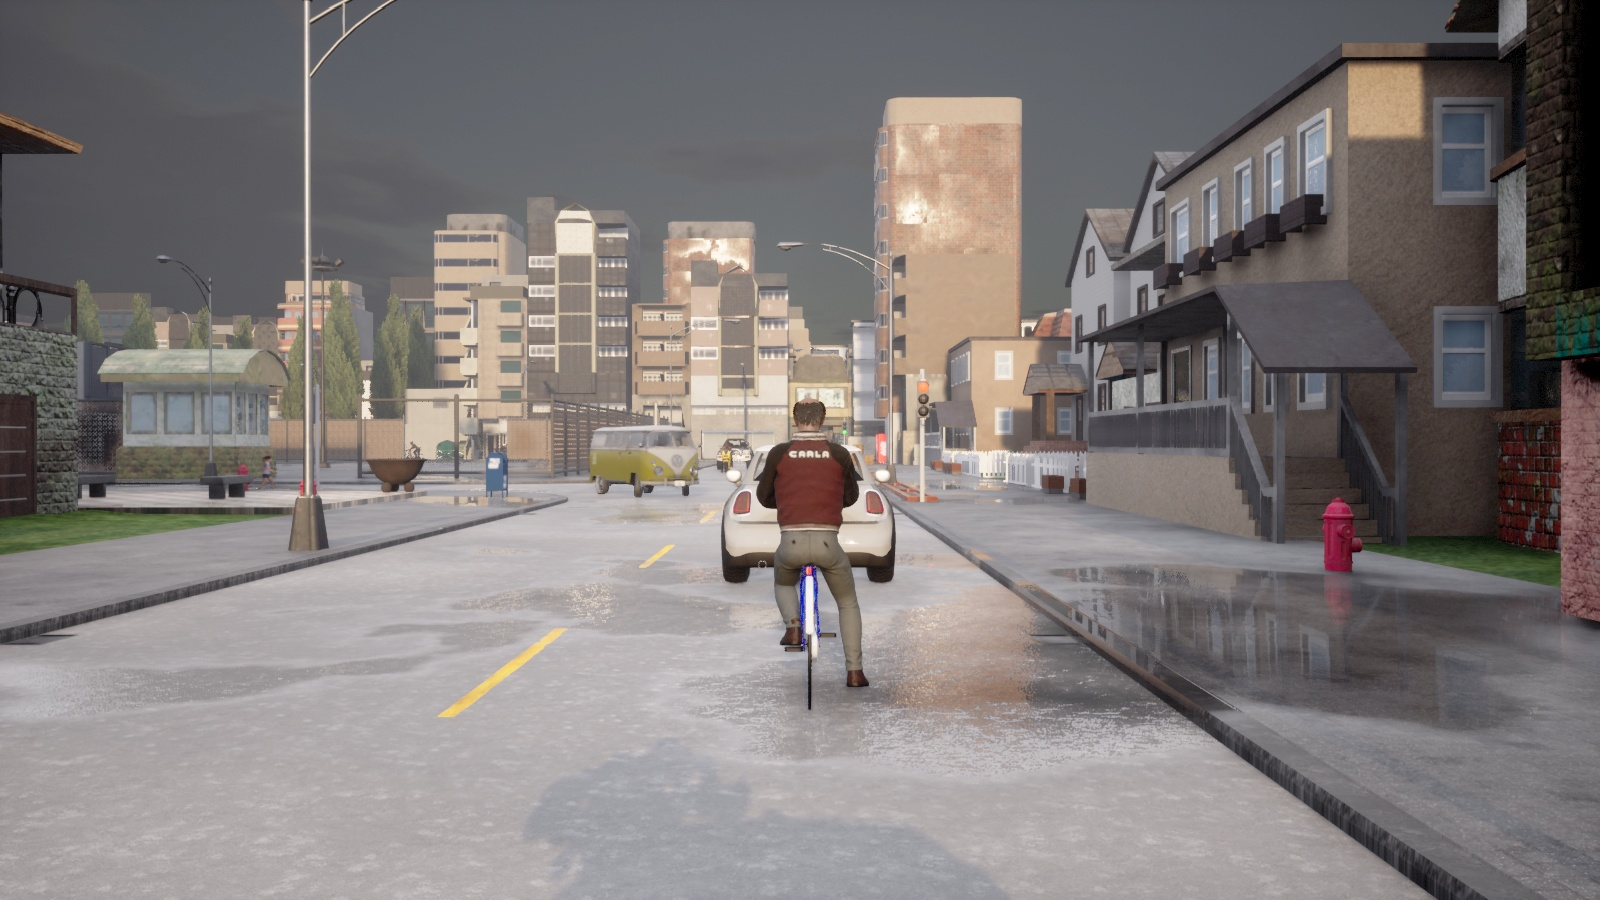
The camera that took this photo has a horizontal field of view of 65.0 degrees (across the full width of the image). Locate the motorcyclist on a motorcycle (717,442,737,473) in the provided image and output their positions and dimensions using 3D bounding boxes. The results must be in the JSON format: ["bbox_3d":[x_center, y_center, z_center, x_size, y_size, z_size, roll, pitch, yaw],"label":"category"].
[{"bbox_3d":[-3.636,0.372,62.667,0.797,1.523,2.044,0,0,2],"label":"motorcyclist on a motorcycle"}]

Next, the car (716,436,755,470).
[{"bbox_3d":[-3.610,0.161,70.722,1.932,1.855,4.605,0,0,1],"label":"car"}]

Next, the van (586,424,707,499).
[{"bbox_3d":[-4.403,0.295,35.485,1.775,1.987,4.442,0,0,-30],"label":"van"}]

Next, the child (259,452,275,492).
[{"bbox_3d":[-15.078,0.621,35.525,0.394,1.110,0.255,0,0,-16],"label":"child"}]

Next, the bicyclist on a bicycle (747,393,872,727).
[{"bbox_3d":[0.056,0.574,7.591,0.659,1.776,1.843,0,1,0],"label":"bicyclist on a bicycle"}]

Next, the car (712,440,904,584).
[{"bbox_3d":[0.093,0.628,14.787,1.970,1.475,3.806,0,0,0],"label":"car"}]
